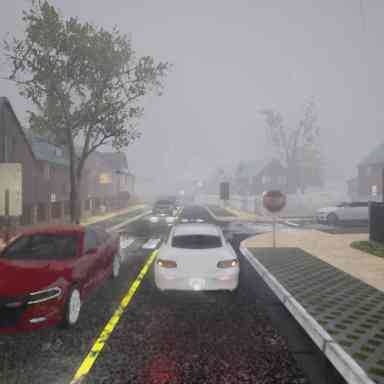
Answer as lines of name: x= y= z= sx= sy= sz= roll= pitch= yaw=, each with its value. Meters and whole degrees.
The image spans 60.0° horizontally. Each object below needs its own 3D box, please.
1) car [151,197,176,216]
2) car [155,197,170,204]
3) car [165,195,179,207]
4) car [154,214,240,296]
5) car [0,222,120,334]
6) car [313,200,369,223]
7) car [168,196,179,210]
car: x=-2.801 y=1.538 z=32.859 sx=1.812 sy=1.442 sz=4.674 roll=0 pitch=0 yaw=-1
car: x=-5.763 y=1.653 z=65.270 sx=1.812 sy=1.442 sz=4.674 roll=0 pitch=-1 yaw=-20
car: x=-3.173 y=1.376 z=52.043 sx=2.097 sy=1.767 sz=4.553 roll=0 pitch=0 yaw=-5
car: x=0.108 y=1.532 z=8.564 sx=1.812 sy=1.442 sz=4.674 roll=0 pitch=0 yaw=0
car: x=-2.888 y=1.483 z=7.178 sx=1.882 sy=1.535 sz=5.008 roll=0 pitch=0 yaw=0
car: x=10.478 y=1.256 z=22.063 sx=4.674 sy=1.442 sz=1.812 roll=-2 pitch=0 yaw=0
car: x=-2.865 y=1.578 z=41.889 sx=1.994 sy=1.385 sz=4.181 roll=0 pitch=0 yaw=-1
